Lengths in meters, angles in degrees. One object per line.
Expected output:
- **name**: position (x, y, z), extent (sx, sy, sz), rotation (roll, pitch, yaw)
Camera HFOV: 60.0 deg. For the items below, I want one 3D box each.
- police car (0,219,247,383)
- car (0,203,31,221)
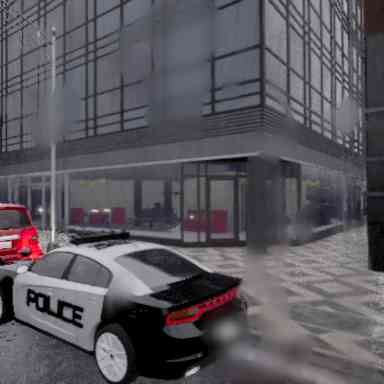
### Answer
- **police car**: position (-1.636, 1.484, 5.590), extent (5.238, 1.638, 1.930), rotation (0, -1, 37)
- **car**: position (-6.382, 1.301, 9.132), extent (5.566, 2.045, 2.150), rotation (0, -1, 37)
